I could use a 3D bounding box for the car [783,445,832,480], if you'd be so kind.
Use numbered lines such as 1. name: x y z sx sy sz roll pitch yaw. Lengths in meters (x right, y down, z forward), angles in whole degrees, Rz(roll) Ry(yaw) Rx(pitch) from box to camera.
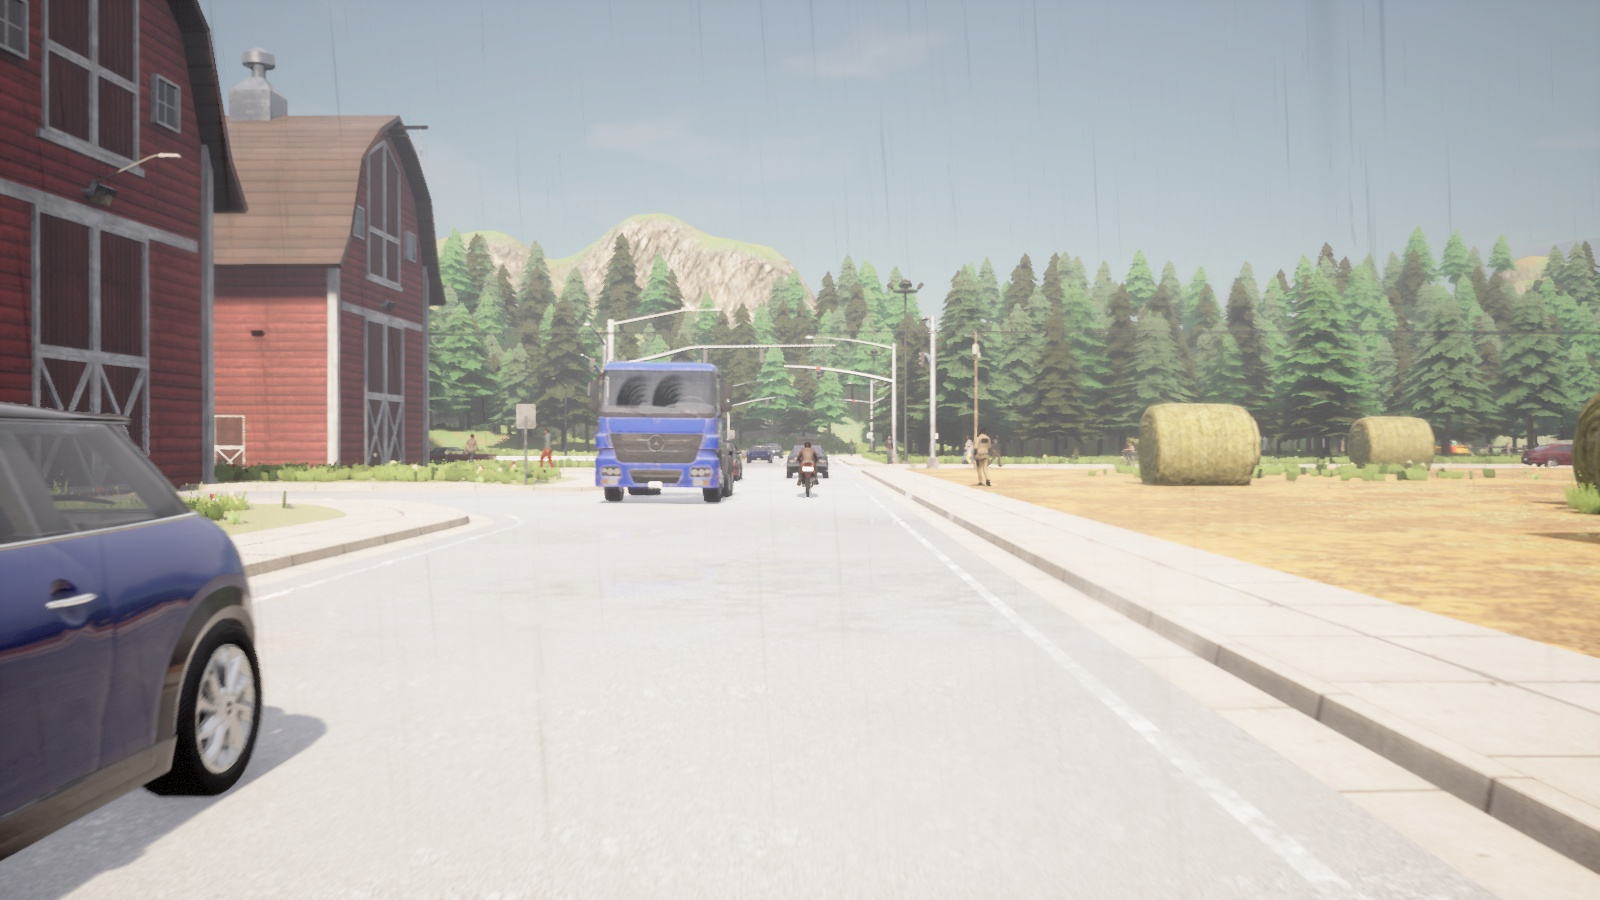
1. car: 0.325 0.486 54.038 2.033 1.411 5.357 0 0 0

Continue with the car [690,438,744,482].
1. car: -3.204 0.366 49.133 1.851 1.617 3.988 0 0 0

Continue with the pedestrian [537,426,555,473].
1. pedestrian: -10.014 -0.005 49.458 0.614 1.847 0.353 0 0 9

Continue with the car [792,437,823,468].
1. car: 0.459 0.115 78.064 1.905 1.878 3.866 0 0 0

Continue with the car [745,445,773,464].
1. car: -2.961 0.325 92.153 1.895 1.301 4.718 0 0 0

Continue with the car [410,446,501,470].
1. car: -19.754 0.451 72.174 4.718 1.301 1.895 0 0 1

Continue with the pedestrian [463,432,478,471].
1. pedestrian: -15.263 0.049 58.251 0.328 1.805 0.869 0 0 11

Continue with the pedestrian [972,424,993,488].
1. pedestrian: 5.554 0.180 38.201 0.396 1.930 0.692 0 0 -15

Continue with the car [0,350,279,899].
1. car: -3.465 0.582 3.522 2.097 1.767 4.553 0 0 0

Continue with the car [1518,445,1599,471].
1. car: 43.267 0.435 70.674 4.674 1.442 1.812 0 0 1

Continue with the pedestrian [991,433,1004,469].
1. pedestrian: 10.607 0.047 67.536 0.692 1.930 0.395 0 0 10

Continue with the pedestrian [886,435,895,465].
1. pedestrian: 5.669 -0.017 78.796 0.376 1.854 0.720 0 0 -13

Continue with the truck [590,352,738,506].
1. truck: -3.296 -0.463 32.559 2.891 3.462 7.936 1 0 0

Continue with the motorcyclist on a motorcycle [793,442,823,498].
1. motorcyclist on a motorcycle: 0.216 0.530 35.017 0.797 1.523 2.044 0 0 0
